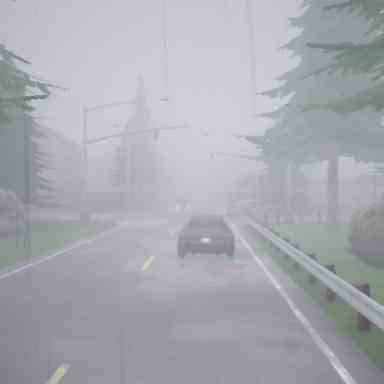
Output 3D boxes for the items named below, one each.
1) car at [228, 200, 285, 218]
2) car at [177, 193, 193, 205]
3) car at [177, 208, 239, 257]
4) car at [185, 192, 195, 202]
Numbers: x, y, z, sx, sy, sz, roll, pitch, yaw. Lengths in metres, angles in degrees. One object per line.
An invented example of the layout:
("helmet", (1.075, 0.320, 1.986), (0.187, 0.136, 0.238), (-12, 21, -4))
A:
("car", (5.381, 1.409, 27.750), (5.008, 1.535, 1.882), (0, -2, -20))
("car", (-1.352, 1.336, 54.549), (1.882, 1.535, 5.008), (0, 0, 3))
("car", (0.550, 1.532, 12.774), (1.994, 1.385, 4.181), (0, 0, 3))
("car", (-0.641, 0.959, 70.324), (2.150, 2.045, 5.566), (0, 0, 2))
